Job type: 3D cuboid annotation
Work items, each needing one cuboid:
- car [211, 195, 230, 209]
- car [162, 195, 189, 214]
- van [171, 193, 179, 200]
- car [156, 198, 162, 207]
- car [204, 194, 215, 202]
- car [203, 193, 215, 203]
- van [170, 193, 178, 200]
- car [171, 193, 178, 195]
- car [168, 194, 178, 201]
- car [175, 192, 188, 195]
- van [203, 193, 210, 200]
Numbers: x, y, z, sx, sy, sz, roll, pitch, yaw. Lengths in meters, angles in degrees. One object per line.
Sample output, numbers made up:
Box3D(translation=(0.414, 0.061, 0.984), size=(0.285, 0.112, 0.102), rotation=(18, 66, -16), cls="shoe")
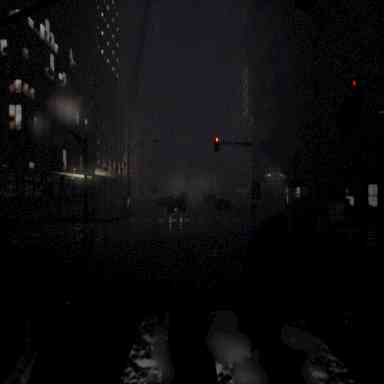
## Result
Box3D(translation=(3.826, 1.470, 42.191), size=(1.947, 1.339, 4.313), rotation=(0, 0, 0), cls="car")
Box3D(translation=(-1.592, 1.418, 34.113), size=(2.128, 1.511, 4.902), rotation=(0, 0, -1), cls="car")
Box3D(translation=(-4.394, 1.093, 86.357), size=(1.690, 1.788, 3.998), rotation=(0, 0, 0), cls="van")
Box3D(translation=(-4.140, 1.470, 47.666), size=(1.802, 1.307, 4.206), rotation=(0, 0, 0), cls="car")
Box3D(translation=(3.595, 1.252, 69.828), size=(1.967, 1.590, 4.097), rotation=(0, 0, 0), cls="car")
Box3D(translation=(3.632, 1.147, 64.299), size=(2.192, 1.841, 5.009), rotation=(0, 0, 0), cls="car")
Box3D(translation=(-4.358, 1.113, 80.830), size=(1.690, 1.788, 3.998), rotation=(0, 0, 0), cls="van")
Box3D(translation=(-4.248, 1.398, 64.248), size=(1.947, 1.339, 4.313), rotation=(0, 0, 0), cls="car")
Box3D(translation=(-4.321, 1.232, 75.303), size=(1.967, 1.590, 4.097), rotation=(0, 0, 0), cls="car")
Box3D(translation=(-1.707, 1.080, 67.912), size=(2.150, 2.045, 5.566), rotation=(0, 0, 0), cls="car")
Box3D(translation=(3.522, 1.113, 80.882), size=(1.690, 1.788, 3.998), rotation=(0, 0, 0), cls="van")
